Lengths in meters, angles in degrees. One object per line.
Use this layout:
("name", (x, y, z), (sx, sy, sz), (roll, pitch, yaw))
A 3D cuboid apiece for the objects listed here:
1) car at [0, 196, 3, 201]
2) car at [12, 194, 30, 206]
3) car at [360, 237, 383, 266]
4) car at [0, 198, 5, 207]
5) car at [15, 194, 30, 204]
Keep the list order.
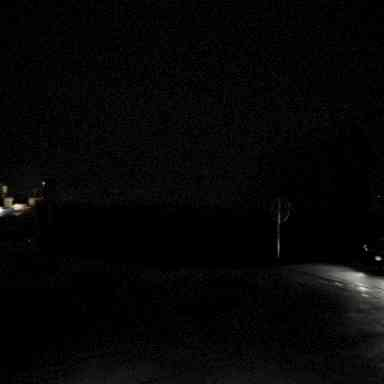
("car", (-20.893, 1.174, 33.688), (2.033, 1.411, 5.357), (2, -1, -25))
("car", (-23.453, 0.996, 45.650), (2.097, 1.767, 4.553), (2, -1, -26))
("car", (7.938, 1.871, 11.520), (4.674, 1.442, 1.812), (2, -1, -27))
("car", (-25.312, 1.162, 42.945), (1.895, 1.301, 4.718), (2, -1, -25))
("car", (-27.898, 1.138, 54.837), (1.994, 1.385, 4.181), (2, -1, -26))
